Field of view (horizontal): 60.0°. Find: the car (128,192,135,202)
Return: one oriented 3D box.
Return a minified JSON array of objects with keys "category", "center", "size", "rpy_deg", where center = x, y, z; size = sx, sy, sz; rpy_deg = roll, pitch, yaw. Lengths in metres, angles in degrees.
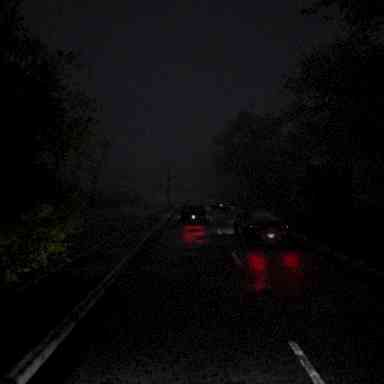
[{"category":"car","center":[-13.822,0.987,60.471],"size":[5.566,2.045,2.435],"rpy_deg":[-1,0,-20]}]

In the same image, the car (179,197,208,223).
[{"category":"car","center":[0.101,1.405,24.837],"size":[1.837,1.490,4.892],"rpy_deg":[0,1,0]}]

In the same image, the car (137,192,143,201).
[{"category":"car","center":[-13.794,0.984,69.485],"size":[5.566,2.045,2.435],"rpy_deg":[-1,0,-20]}]

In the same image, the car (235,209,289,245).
[{"category":"car","center":[3.100,1.496,15.328],"size":[1.812,1.442,4.674],"rpy_deg":[0,0,0]}]

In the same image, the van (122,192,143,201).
[{"category":"van","center":[-13.607,1.006,75.558],"size":[4.442,1.987,1.878],"rpy_deg":[-1,0,-19]}]

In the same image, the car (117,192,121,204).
[{"category":"car","center":[-13.834,1.121,51.473],"size":[4.553,1.767,2.185],"rpy_deg":[-1,0,-20]}]

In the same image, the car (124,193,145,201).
[{"category":"car","center":[-13.632,1.107,78.536],"size":[4.553,1.767,2.185],"rpy_deg":[-1,0,-19]}]

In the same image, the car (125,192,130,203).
[{"category":"car","center":[-13.822,1.269,57.468],"size":[4.792,1.488,2.163],"rpy_deg":[-1,0,-20]}]

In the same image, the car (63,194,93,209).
[{"category":"car","center":[-13.983,1.305,36.411],"size":[5.366,1.575,1.946],"rpy_deg":[-1,1,-20]}]

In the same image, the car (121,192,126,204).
[{"category":"car","center":[-13.806,1.243,54.484],"size":[4.892,1.521,2.231],"rpy_deg":[-1,0,-20]}]

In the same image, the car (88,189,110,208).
[{"category":"car","center":[-13.834,1.022,42.461],"size":[5.566,2.045,2.435],"rpy_deg":[-1,1,-20]}]

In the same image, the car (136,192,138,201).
[{"category":"car","center":[-13.773,1.275,66.489],"size":[4.674,1.452,2.002],"rpy_deg":[-1,0,-20]}]

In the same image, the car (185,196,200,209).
[{"category":"car","center":[0.082,1.307,42.760],"size":[1.812,1.442,4.674],"rpy_deg":[0,0,0]}]

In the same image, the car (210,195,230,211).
[{"category":"car","center":[3.101,1.372,37.459],"size":[1.994,1.385,4.181],"rpy_deg":[0,0,0]}]

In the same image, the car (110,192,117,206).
[{"category":"car","center":[-13.773,1.127,48.488],"size":[4.553,1.767,2.185],"rpy_deg":[-1,0,-20]}]
